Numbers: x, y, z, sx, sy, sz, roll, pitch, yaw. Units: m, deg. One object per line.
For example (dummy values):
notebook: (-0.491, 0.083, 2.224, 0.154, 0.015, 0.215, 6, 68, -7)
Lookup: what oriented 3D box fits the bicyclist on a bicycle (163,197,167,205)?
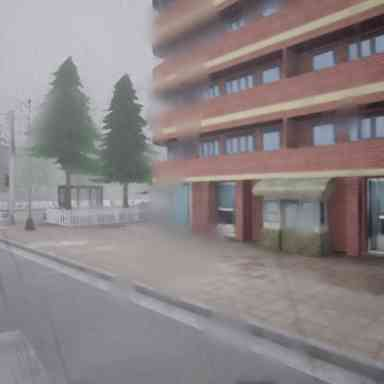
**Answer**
bicyclist on a bicycle: (-2.557, 1.294, 34.113, 0.582, 1.620, 1.656, 0, 0, -44)
